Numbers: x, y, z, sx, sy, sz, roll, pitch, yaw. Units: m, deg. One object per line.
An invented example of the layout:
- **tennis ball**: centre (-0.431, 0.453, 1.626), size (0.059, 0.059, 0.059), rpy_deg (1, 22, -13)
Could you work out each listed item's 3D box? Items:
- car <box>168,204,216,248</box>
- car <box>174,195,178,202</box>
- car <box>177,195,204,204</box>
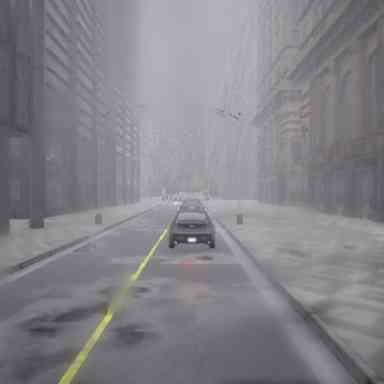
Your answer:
- **car**: centre (0.000, 1.512, 14.650), size (1.837, 1.490, 4.892), rpy_deg (0, 0, 0)
- **car**: centre (-2.999, 1.452, 74.044), size (2.128, 1.511, 4.902), rpy_deg (0, 0, 0)
- **car**: centre (0.000, 1.355, 29.620), size (2.097, 1.767, 4.553), rpy_deg (0, 0, 0)
